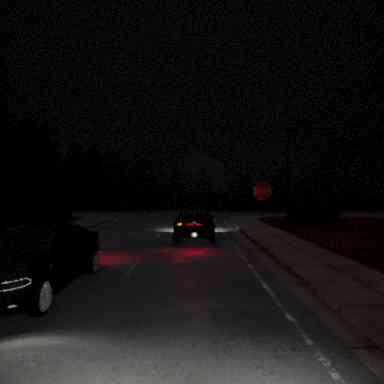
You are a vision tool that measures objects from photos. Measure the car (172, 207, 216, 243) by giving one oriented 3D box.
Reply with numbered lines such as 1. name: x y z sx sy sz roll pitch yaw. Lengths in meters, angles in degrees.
1. car: 0.106 1.499 16.030 1.837 1.490 4.892 0 0 0

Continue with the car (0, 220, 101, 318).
1. car: -3.587 1.475 7.702 1.882 1.535 5.008 0 0 0
